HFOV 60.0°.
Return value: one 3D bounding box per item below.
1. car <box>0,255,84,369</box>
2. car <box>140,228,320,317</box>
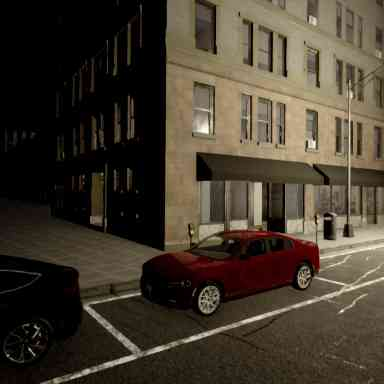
[{"bbox_3d":[-3.604,1.566,4.187,4.313,1.339,1.947,0,1,-35],"label":"car"},{"bbox_3d":[1.017,1.545,7.477,4.507,1.381,1.887,0,1,-35],"label":"car"}]
